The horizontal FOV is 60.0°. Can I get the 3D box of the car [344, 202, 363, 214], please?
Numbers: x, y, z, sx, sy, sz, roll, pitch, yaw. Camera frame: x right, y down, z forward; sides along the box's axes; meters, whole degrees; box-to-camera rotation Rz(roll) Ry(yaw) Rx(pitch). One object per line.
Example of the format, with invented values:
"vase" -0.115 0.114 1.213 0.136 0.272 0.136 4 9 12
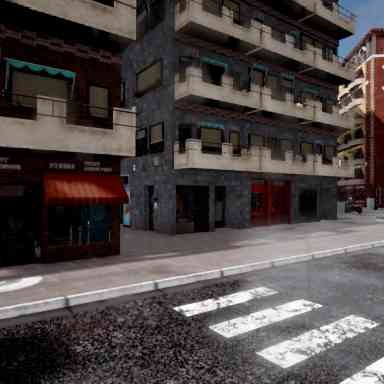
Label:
"car" 17.812 1.790 38.243 1.895 1.301 4.718 0 0 5
